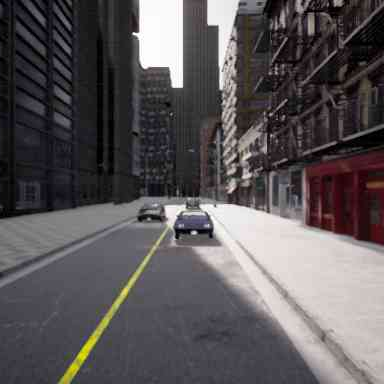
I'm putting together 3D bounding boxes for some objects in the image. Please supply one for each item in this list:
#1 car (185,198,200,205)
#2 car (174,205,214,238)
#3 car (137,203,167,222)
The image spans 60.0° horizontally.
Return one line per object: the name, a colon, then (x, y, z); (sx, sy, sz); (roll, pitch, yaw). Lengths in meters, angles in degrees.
car: (0.103, 1.493, 45.662); (2.128, 1.511, 4.902); (0, 0, 0)
car: (0.100, 1.593, 17.590); (1.895, 1.301, 4.718); (0, 0, 0)
car: (-3.044, 1.541, 26.300); (2.033, 1.411, 5.357); (0, 0, 0)
